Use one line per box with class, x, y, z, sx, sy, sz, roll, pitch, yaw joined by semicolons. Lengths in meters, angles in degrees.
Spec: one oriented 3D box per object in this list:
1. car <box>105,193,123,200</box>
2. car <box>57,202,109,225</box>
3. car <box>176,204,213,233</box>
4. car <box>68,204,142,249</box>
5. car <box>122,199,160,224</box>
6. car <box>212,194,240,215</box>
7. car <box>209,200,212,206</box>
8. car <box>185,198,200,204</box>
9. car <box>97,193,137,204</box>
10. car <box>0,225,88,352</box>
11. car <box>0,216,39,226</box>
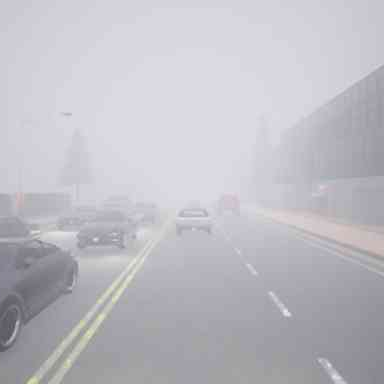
car;-21.471;1.179;91.868;4.605;1.855;1.932;0;0;0
car;-7.018;1.570;21.372;1.994;1.385;4.181;0;0;1
car;0.099;1.606;19.442;1.895;1.301;4.718;0;0;0
car;-3.582;1.509;14.725;1.837;1.490;4.892;0;0;-1
car;-3.502;1.499;24.922;2.128;1.511;4.902;0;0;0
car;3.498;1.232;33.440;2.150;2.045;5.566;0;0;0
car;3.524;1.577;46.603;1.994;1.385;4.181;0;0;1
car;0.069;1.538;43.149;1.812;1.442;4.674;0;0;0
car;-7.002;1.231;31.864;2.150;2.045;5.566;0;0;0
car;-3.587;1.566;6.004;1.994;1.385;4.181;0;0;0
car;-7.084;1.551;11.395;2.033;1.411;5.357;0;0;0
